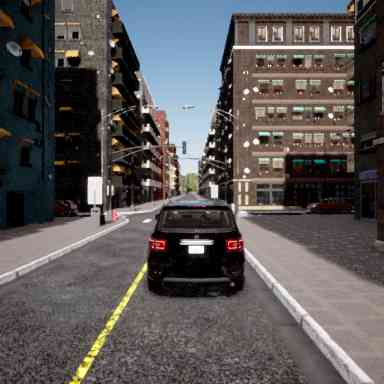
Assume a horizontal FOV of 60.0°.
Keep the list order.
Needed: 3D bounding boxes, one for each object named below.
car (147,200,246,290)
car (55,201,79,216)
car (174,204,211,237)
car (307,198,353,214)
[{"bbox_3d":[0.092,1.223,9.197,2.150,2.045,5.566,0,0,0],"label":"car"},{"bbox_3d":[-13.556,1.578,33.075,4.097,1.590,1.967,-1,0,0],"label":"car"},{"bbox_3d":[-0.009,1.509,19.020,1.837,1.490,4.892,0,0,-1],"label":"car"},{"bbox_3d":[13.549,1.320,33.006,4.097,1.590,1.967,-1,0,0],"label":"car"}]
